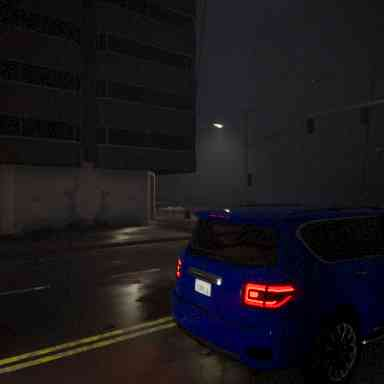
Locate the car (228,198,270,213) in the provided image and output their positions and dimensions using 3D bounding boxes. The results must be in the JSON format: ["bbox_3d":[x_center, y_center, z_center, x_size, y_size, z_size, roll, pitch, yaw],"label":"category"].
[{"bbox_3d":[6.450,1.504,38.185,1.837,1.490,4.892,0,0,-36],"label":"car"}]

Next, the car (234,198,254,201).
[{"bbox_3d":[5.519,1.547,33.615,2.033,1.411,5.357,0,0,-31],"label":"car"}]

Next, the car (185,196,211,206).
[{"bbox_3d":[1.007,1.478,57.819,1.882,1.535,5.008,0,0,-36],"label":"car"}]

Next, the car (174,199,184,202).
[{"bbox_3d":[-3.835,1.477,52.347,1.882,1.535,5.008,0,0,-36],"label":"car"}]

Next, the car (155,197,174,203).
[{"bbox_3d":[-5.069,1.601,48.070,1.895,1.301,4.718,0,0,-36],"label":"car"}]

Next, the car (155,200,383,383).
[{"bbox_3d":[2.328,1.221,5.469,5.566,2.045,2.150,0,0,-35],"label":"car"}]

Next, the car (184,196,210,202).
[{"bbox_3d":[0.165,1.352,53.030,2.097,1.767,4.553,0,0,-36],"label":"car"}]
